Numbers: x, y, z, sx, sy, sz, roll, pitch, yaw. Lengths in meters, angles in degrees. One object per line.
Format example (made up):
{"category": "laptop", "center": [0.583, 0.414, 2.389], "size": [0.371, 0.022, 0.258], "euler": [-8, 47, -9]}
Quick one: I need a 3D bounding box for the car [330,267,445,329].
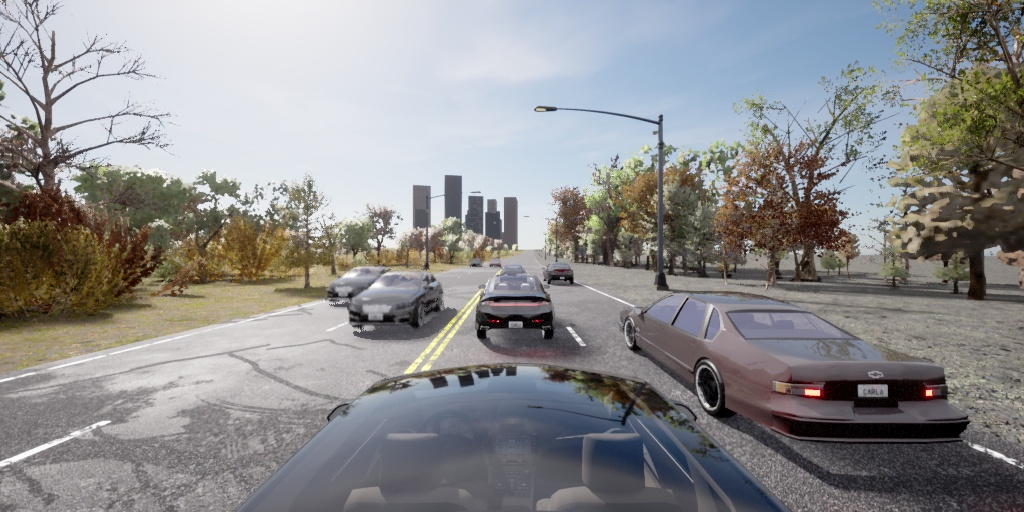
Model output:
{"category": "car", "center": [-3.389, 1.240, 11.351], "size": [2.128, 1.511, 4.902], "euler": [0, 0, 0]}

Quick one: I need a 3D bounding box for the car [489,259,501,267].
{"category": "car", "center": [-2.756, 1.149, 59.325], "size": [1.812, 1.442, 4.674], "euler": [-2, 1, 2]}

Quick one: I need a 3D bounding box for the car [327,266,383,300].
{"category": "car", "center": [-6.642, 1.236, 16.554], "size": [2.128, 1.511, 4.902], "euler": [0, 0, 0]}

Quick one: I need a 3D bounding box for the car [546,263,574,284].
{"category": "car", "center": [3.352, 1.227, 26.452], "size": [1.837, 1.490, 4.892], "euler": [-1, 0, 0]}

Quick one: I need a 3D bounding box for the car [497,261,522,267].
{"category": "car", "center": [0.103, 1.293, 26.773], "size": [1.994, 1.385, 4.181], "euler": [0, 0, 0]}

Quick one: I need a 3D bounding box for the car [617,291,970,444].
{"category": "car", "center": [3.342, 1.281, 5.837], "size": [2.033, 1.411, 5.357], "euler": [0, 0, 0]}

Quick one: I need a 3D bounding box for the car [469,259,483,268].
{"category": "car", "center": [-5.962, 1.200, 60.066], "size": [1.837, 1.490, 4.892], "euler": [0, 0, 2]}

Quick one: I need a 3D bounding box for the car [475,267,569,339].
{"category": "car", "center": [0.066, 1.240, 10.023], "size": [2.128, 1.511, 4.902], "euler": [0, 0, 0]}
